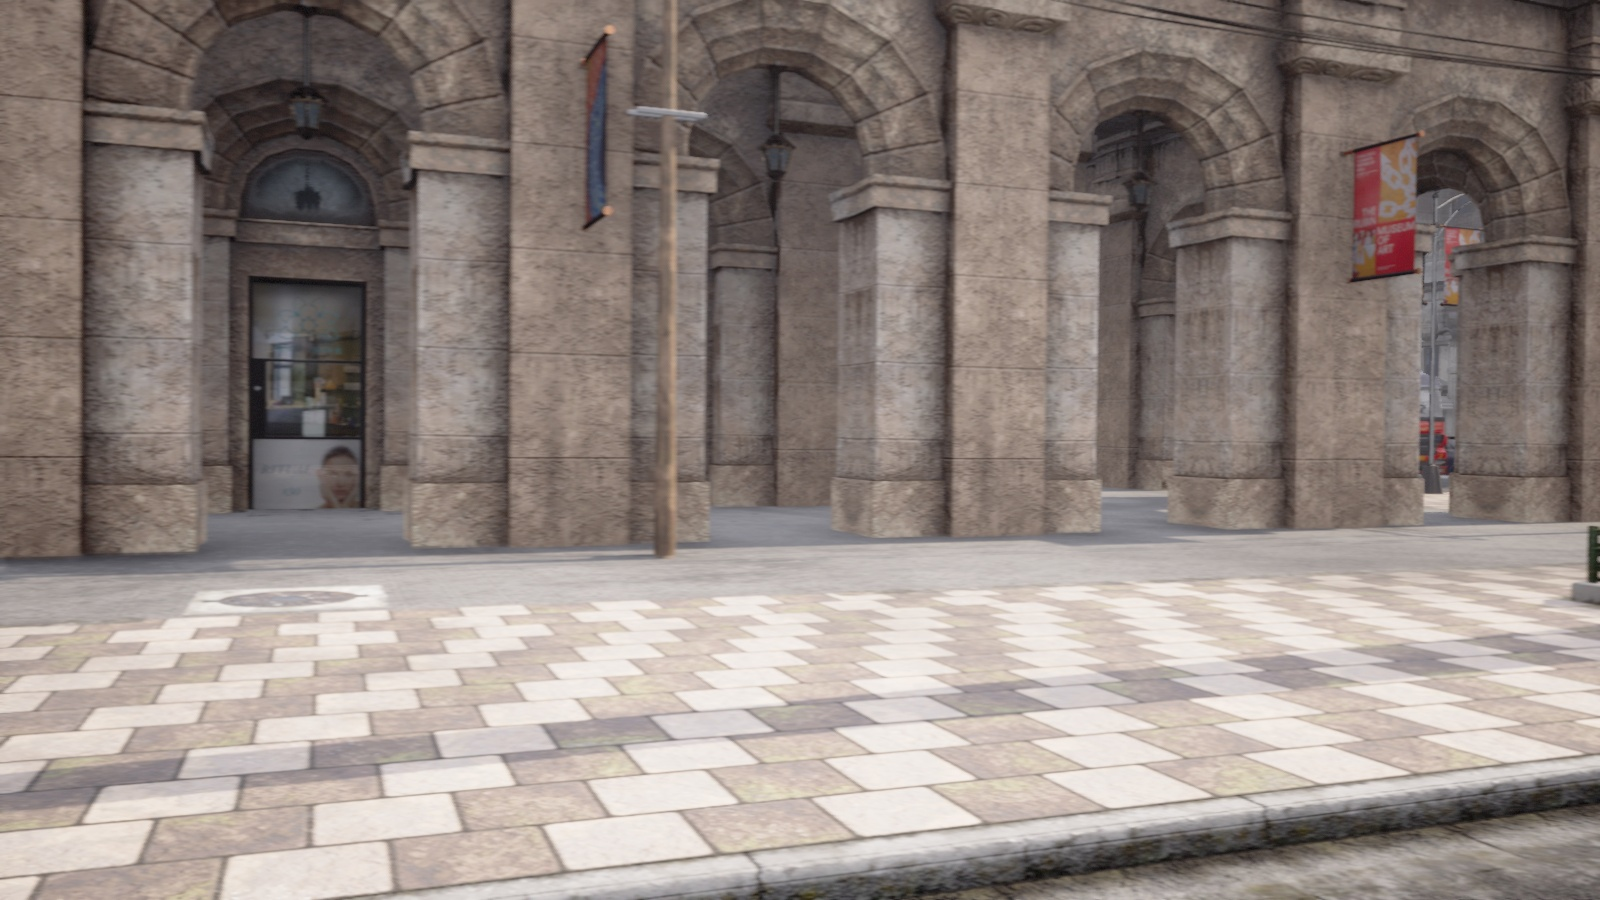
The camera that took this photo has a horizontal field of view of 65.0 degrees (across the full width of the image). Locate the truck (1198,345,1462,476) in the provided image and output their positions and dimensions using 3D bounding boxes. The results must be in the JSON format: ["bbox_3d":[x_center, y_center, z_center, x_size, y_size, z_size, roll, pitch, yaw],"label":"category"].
[{"bbox_3d":[17.045,-1.222,41.237,2.891,3.827,8.468,-1,1,-21],"label":"truck"}]

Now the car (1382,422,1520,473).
[{"bbox_3d":[21.021,-0.112,40.689,1.789,1.549,3.705,-1,1,-21],"label":"car"}]
